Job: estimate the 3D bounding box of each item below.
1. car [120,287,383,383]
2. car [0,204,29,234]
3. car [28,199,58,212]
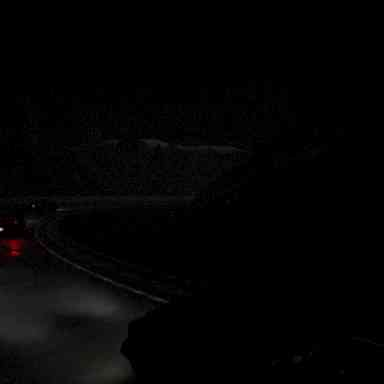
[{"bbox_3d":[1.533,1.621,3.009,4.718,1.301,1.895,0,0,37],"label":"car"},{"bbox_3d":[-10.327,1.542,18.439,1.895,1.301,4.718,0,0,-24],"label":"car"},{"bbox_3d":[-16.963,1.476,37.843,1.994,1.385,4.181,0,0,3],"label":"car"}]
